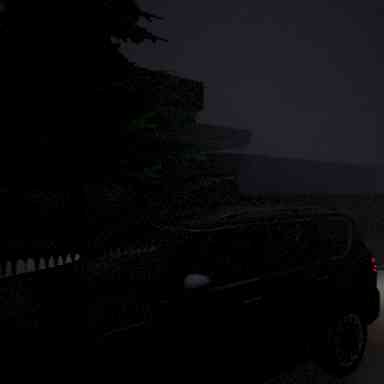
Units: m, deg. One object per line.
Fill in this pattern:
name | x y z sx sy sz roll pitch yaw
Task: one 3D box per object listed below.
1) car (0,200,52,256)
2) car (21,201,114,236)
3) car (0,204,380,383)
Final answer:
car | -7.392 1.281 12.152 3.866 1.878 1.905 0 0 -36
car | -7.173 1.436 19.281 4.611 1.667 2.242 0 0 -36
car | 0.061 1.214 4.032 5.566 2.045 2.150 0 0 -35
